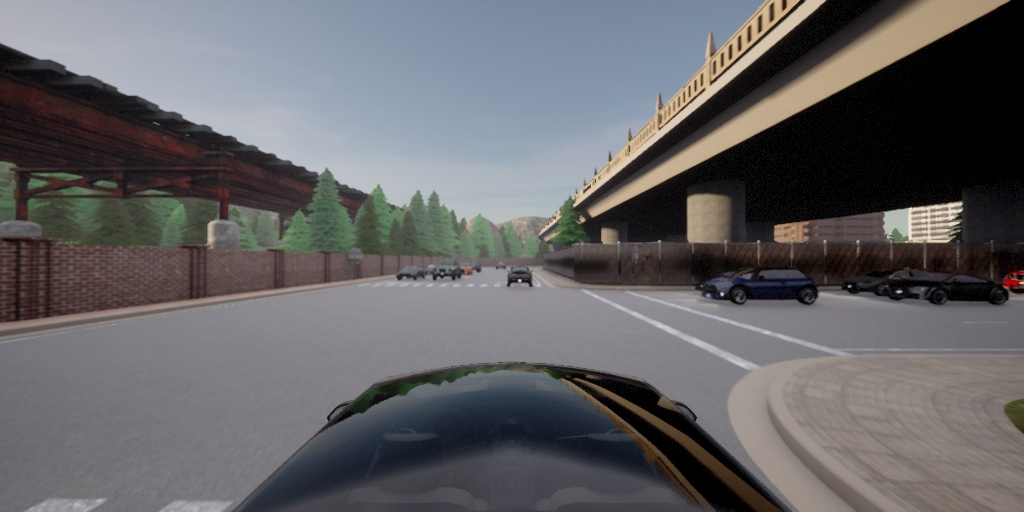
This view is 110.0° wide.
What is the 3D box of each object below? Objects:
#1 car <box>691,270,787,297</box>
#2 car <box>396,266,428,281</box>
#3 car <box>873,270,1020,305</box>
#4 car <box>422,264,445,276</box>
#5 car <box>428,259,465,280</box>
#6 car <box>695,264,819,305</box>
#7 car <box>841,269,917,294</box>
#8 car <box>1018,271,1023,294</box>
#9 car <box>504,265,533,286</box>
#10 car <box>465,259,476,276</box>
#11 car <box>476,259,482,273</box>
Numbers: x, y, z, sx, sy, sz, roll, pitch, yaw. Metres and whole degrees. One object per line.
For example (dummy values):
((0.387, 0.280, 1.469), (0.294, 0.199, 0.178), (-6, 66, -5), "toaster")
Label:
((12.684, 1.519, 20.258), (4.181, 1.385, 1.994), (0, -1, 0), "car")
((-9.948, 1.666, 36.029), (2.033, 1.411, 5.357), (0, -1, 1), "car")
((20.047, 1.483, 16.715), (4.181, 1.385, 1.994), (0, -1, 1), "car")
((-9.806, 1.744, 45.197), (1.812, 1.442, 4.674), (0, -1, 1), "car")
((-6.448, 1.343, 36.160), (2.150, 2.045, 5.566), (0, -1, 1), "car")
((11.407, 1.269, 16.766), (4.553, 1.767, 2.097), (0, -1, 0), "car")
((21.449, 1.462, 20.211), (4.892, 1.490, 1.837), (0, -1, 0), "car")
((31.524, 1.181, 20.164), (5.566, 2.045, 2.150), (0, -1, 0), "car")
((0.608, 1.542, 28.198), (1.837, 1.490, 4.892), (0, -1, 1), "car")
((-6.300, 1.578, 45.805), (2.097, 1.767, 4.553), (0, -1, 2), "car")
((-6.076, 1.562, 56.458), (2.150, 2.045, 5.566), (0, -1, 1), "car")
